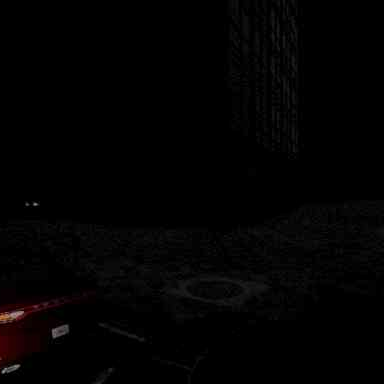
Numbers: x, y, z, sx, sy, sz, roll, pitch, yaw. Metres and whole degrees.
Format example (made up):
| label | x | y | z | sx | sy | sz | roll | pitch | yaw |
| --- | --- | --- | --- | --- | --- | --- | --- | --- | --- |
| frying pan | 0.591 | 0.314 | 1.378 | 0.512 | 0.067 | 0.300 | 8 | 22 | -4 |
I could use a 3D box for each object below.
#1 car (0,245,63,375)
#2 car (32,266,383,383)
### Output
| label | x | y | z | sx | sy | sz | roll | pitch | yaw |
| --- | --- | --- | --- | --- | --- | --- | --- | --- | --- |
| car | -3.382 | 1.514 | 5.270 | 4.507 | 1.381 | 1.887 | 0 | 0 | 36 |
| car | 1.063 | 1.439 | 2.100 | 4.097 | 1.590 | 1.967 | 0 | 0 | 36 |
